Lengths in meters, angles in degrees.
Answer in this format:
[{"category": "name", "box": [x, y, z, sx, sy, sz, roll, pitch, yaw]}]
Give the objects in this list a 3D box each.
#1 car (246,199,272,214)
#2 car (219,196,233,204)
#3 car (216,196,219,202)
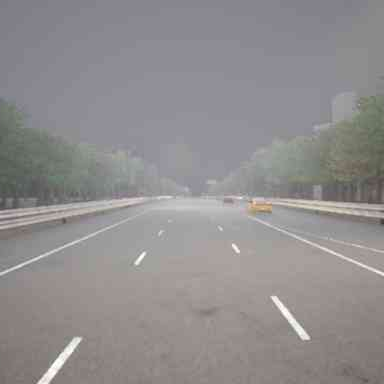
[{"category": "car", "box": [7.050, 1.498, 35.373, 1.882, 1.535, 5.008, 0, 0, -1]}, {"category": "car", "box": [7.056, 1.558, 66.231, 1.882, 1.535, 5.008, 0, 0, 0]}, {"category": "car", "box": [7.144, 1.771, 85.618, 2.033, 1.411, 5.357, 0, -1, 0]}]
